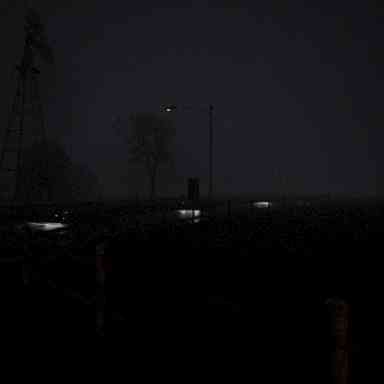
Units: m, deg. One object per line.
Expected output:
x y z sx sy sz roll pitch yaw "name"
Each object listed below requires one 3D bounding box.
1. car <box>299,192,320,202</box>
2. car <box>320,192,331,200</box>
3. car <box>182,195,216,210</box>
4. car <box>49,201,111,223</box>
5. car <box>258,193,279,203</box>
18.959 0.800 54.360 1.812 1.442 4.674 1 2 35 "car"
24.757 0.710 62.544 1.994 1.385 4.181 1 1 36 "car"
0.881 1.070 35.261 1.812 1.442 4.674 1 1 35 "car"
-7.650 1.307 23.086 1.994 1.385 4.181 1 2 33 "car"
11.575 0.870 50.238 1.994 1.385 4.181 1 1 36 "car"
